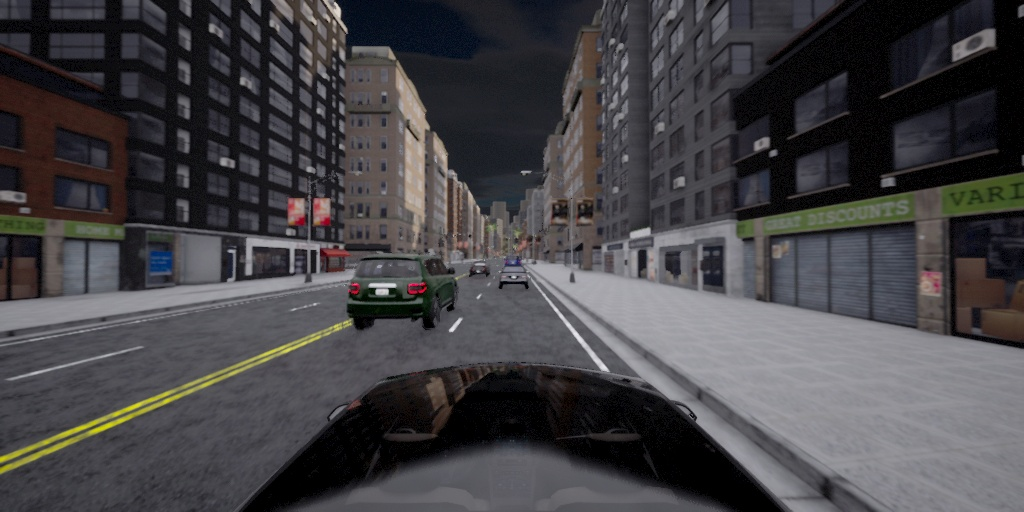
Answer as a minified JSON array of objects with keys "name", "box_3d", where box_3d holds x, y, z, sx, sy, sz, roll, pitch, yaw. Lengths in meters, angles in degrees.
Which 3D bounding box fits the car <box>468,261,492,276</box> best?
[{"name":"car","box_3d":[-3.135,1.241,35.689,1.812,1.442,4.674,0,0,0]}]

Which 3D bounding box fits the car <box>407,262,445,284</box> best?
[{"name":"car","box_3d":[-6.575,1.234,27.968,1.837,1.490,4.892,0,0,0]}]

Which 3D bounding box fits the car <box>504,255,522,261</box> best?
[{"name":"car","box_3d":[0.120,0.913,46.030,2.150,2.045,5.566,0,0,0]}]

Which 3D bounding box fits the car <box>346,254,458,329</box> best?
[{"name":"car","box_3d":[-3.146,0.968,11.380,2.150,2.045,5.566,0,0,0]}]

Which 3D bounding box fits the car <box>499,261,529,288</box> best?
[{"name":"car","box_3d":[0.112,1.282,23.436,2.033,1.411,5.357,0,0,0]}]
